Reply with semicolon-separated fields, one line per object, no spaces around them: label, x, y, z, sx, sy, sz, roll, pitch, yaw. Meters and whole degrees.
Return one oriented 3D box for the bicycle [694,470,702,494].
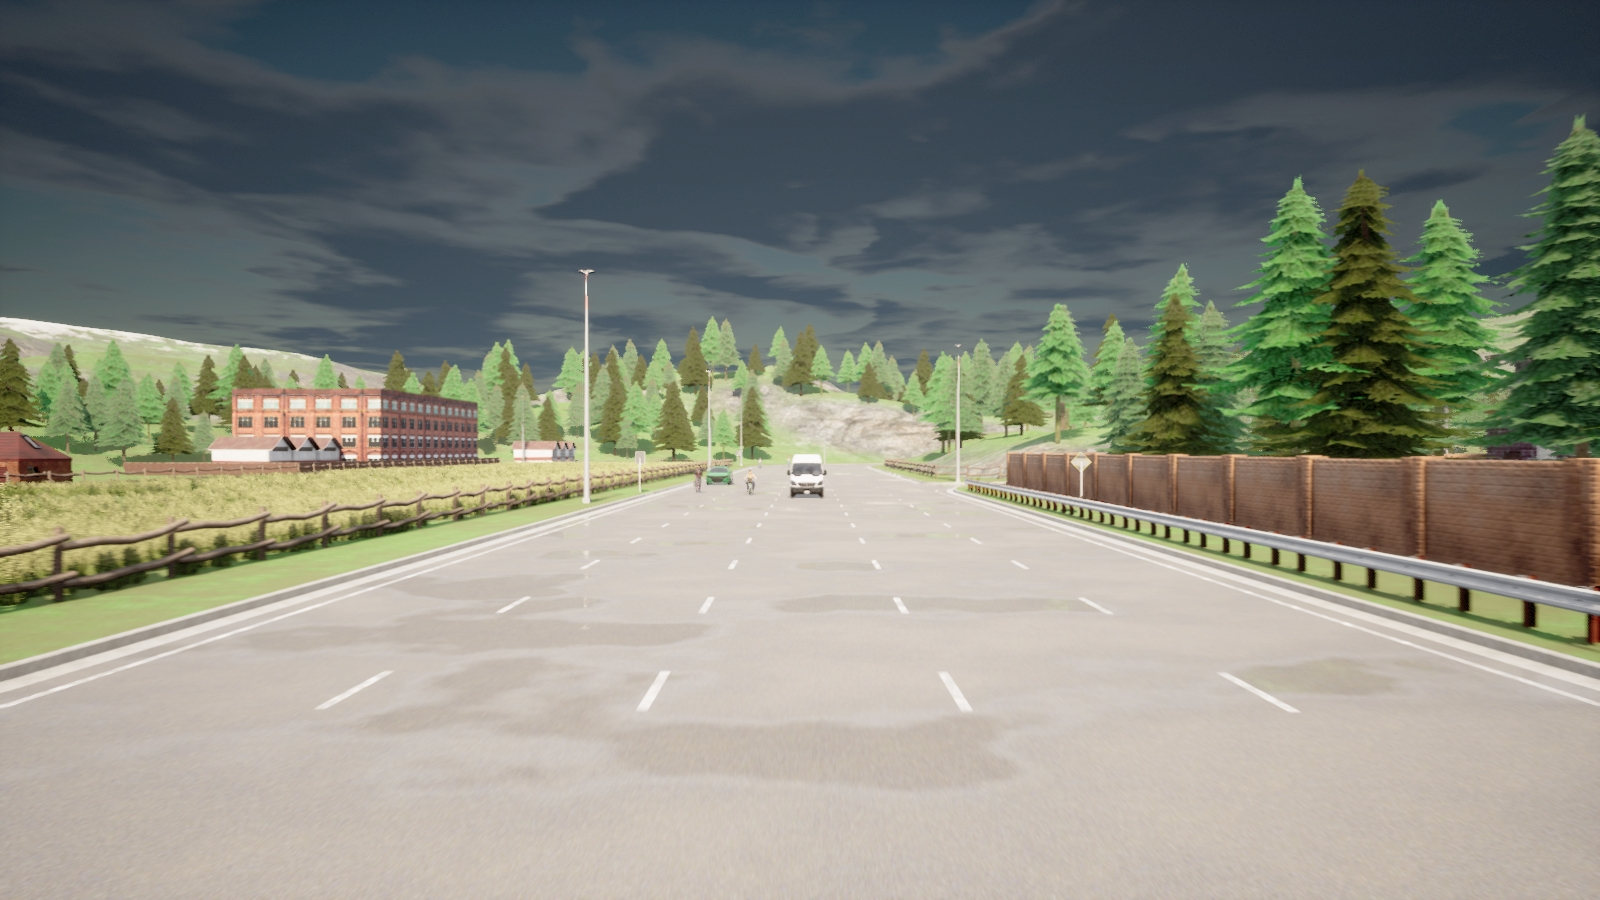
bicycle;-6.520;2.060;73.137;0.329;1.471;1.835;0;0;1

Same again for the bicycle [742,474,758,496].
bicycle;-3.063;2.157;70.232;0.859;1.276;1.487;0;0;1

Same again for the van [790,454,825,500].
van;0.421;1.534;67.836;1.988;2.561;5.915;0;0;0
